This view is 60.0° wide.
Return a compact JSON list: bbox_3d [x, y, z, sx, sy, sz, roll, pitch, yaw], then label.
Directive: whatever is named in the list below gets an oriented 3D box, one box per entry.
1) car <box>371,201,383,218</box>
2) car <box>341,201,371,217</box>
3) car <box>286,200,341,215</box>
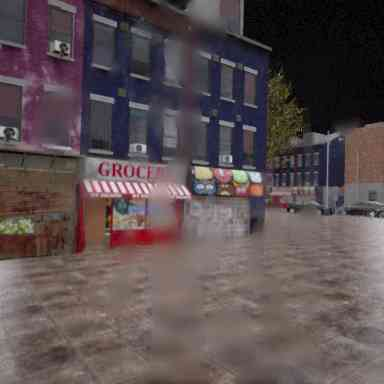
[{"bbox_3d":[17.000,1.590,26.356,1.994,1.385,4.181,2,-2,-35],"label":"car"},{"bbox_3d":[16.513,1.660,32.190,1.837,1.490,4.892,2,-2,-35],"label":"car"},{"bbox_3d":[11.910,1.566,33.618,1.882,1.535,5.008,2,-2,-35],"label":"car"}]
